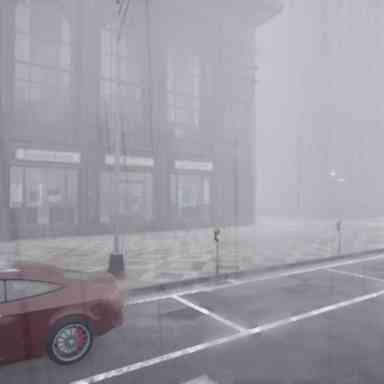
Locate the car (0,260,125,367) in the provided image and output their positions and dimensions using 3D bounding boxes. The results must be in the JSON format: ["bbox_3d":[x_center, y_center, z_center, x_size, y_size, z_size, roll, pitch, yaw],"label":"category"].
[{"bbox_3d":[-3.000,1.647,4.447,4.206,1.307,1.802,1,-1,-34],"label":"car"}]
